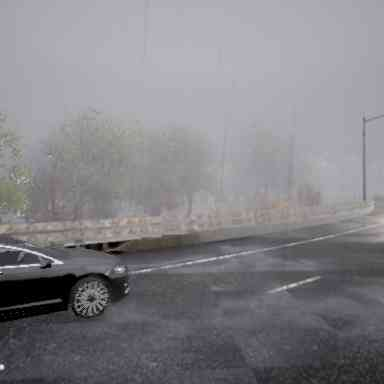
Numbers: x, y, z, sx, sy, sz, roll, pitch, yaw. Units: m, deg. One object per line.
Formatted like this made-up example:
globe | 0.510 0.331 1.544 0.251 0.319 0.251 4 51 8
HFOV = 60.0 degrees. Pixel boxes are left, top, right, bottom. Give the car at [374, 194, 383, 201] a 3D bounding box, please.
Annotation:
car | 47.501 1.396 82.602 2.128 1.511 4.902 0 0 3

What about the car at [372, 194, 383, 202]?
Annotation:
car | 37.965 1.253 67.383 1.837 1.490 4.892 0 0 12

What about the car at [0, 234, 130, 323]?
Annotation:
car | -3.500 1.491 5.734 4.902 1.511 2.128 0 0 -36
